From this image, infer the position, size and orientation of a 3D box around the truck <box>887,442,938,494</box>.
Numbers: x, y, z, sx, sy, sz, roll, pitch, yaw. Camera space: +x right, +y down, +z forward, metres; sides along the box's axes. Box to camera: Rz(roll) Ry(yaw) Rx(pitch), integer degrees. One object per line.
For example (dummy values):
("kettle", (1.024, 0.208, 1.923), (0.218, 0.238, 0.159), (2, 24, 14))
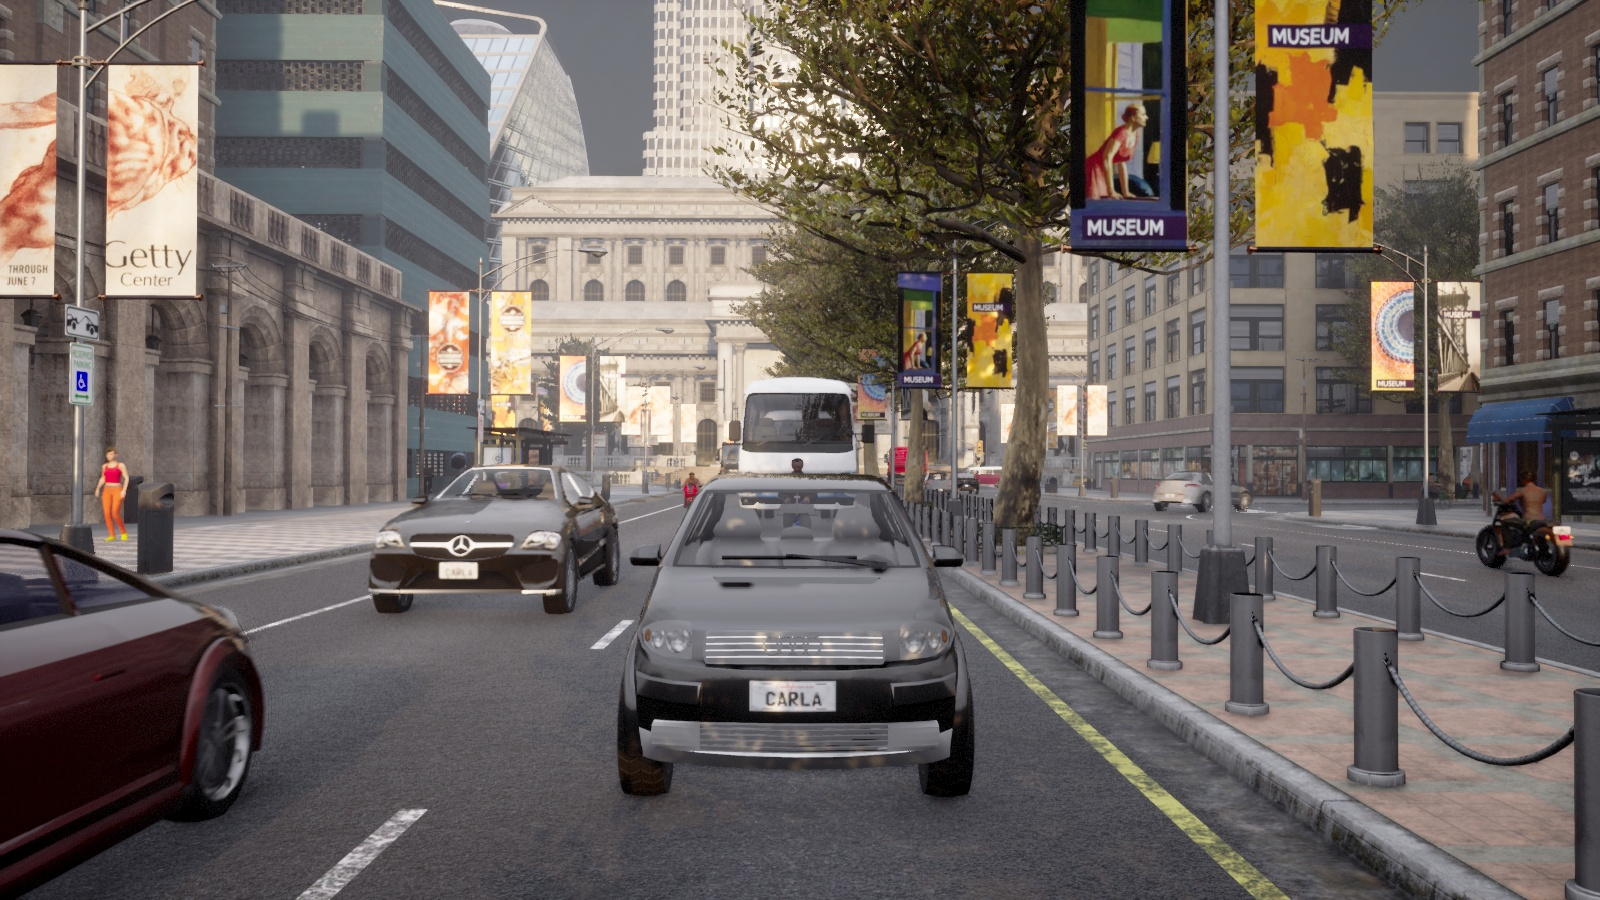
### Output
("truck", (7.820, 1.282, 88.391), (2.891, 3.462, 7.936), (0, -1, 0))

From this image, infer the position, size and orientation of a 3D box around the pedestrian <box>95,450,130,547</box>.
("pedestrian", (-13.188, 0.928, 24.103), (0.345, 1.836, 0.594), (0, -1, 0))

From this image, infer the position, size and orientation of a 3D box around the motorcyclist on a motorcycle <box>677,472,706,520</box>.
("motorcyclist on a motorcycle", (-3.571, 1.506, 41.509), (0.797, 1.523, 2.044), (0, -1, 0))

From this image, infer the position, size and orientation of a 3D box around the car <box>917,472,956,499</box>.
("car", (7.876, 2.012, 72.559), (1.845, 1.501, 3.633), (0, -1, 0))

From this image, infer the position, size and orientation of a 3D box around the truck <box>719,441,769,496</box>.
("truck", (-3.630, 1.232, 82.677), (2.891, 3.462, 7.936), (0, -1, 0))

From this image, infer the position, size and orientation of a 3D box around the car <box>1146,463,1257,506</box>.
("car", (16.251, 1.377, 50.695), (5.027, 1.651, 2.152), (1, -1, -45))

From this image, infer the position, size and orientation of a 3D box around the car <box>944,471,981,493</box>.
("car", (11.302, 2.213, 87.519), (1.882, 1.535, 5.008), (0, -1, 0))

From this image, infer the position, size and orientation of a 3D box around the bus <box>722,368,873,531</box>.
("bus", (-0.070, 0.076, 38.040), (3.944, 4.253, 10.273), (0, -1, 0))

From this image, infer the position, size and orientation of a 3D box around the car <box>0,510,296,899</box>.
("car", (-3.506, 0.962, 4.169), (1.994, 1.385, 4.181), (0, -1, 0))

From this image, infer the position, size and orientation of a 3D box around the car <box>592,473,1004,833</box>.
("car", (-0.011, 0.916, 7.315), (1.789, 1.549, 3.705), (0, -1, 0))

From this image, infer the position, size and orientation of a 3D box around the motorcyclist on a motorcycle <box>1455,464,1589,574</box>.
("motorcyclist on a motorcycle", (11.466, 1.055, 20.046), (0.766, 1.649, 2.350), (0, -1, 0))

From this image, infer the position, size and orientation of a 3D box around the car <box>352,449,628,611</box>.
("car", (-3.526, 0.866, 15.416), (2.152, 1.651, 5.027), (0, -1, 0))
